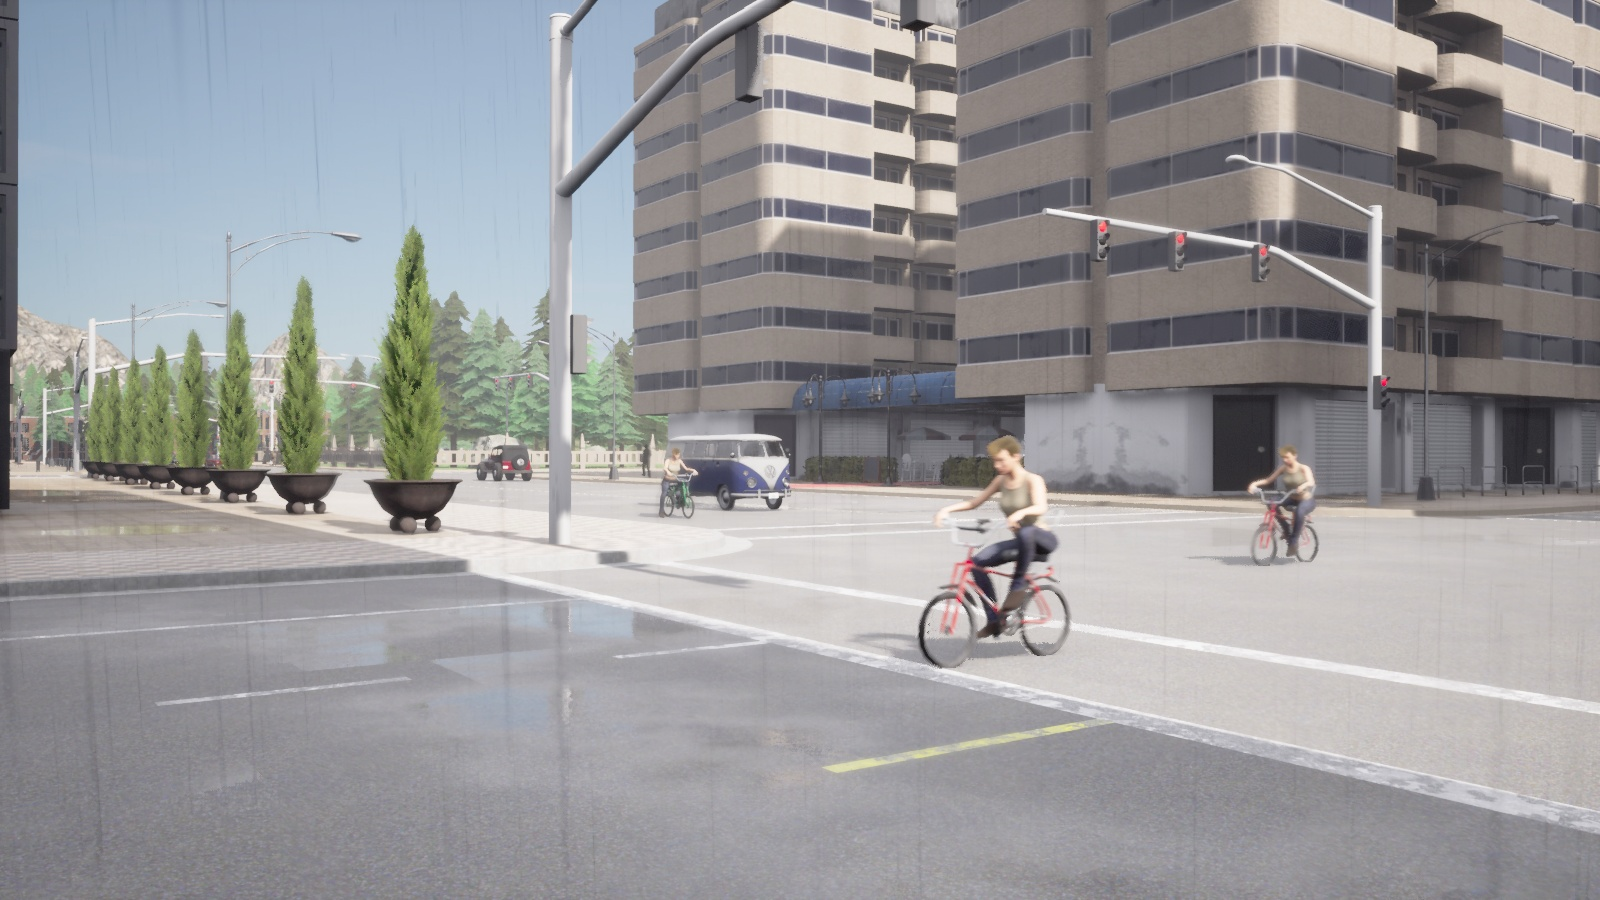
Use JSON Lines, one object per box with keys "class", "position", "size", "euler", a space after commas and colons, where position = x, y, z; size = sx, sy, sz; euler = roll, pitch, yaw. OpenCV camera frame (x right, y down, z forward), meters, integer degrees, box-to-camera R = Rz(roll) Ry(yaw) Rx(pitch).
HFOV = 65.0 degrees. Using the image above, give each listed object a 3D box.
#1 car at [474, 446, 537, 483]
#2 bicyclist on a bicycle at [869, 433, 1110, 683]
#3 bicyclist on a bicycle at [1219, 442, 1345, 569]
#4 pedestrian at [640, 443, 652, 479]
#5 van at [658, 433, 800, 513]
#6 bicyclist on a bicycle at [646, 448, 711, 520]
{"class": "car", "position": [-15.399, 0.734, 65.583], "size": [1.905, 1.878, 3.866], "euler": [0, 0, -34]}
{"class": "bicyclist on a bicycle", "position": [1.350, 0.700, 8.903], "size": [1.509, 1.612, 0.866], "euler": [0, 0, -35]}
{"class": "bicyclist on a bicycle", "position": [6.438, 0.709, 16.760], "size": [1.509, 1.612, 0.866], "euler": [0, 0, -35]}
{"class": "pedestrian", "position": [-8.271, 0.585, 67.467], "size": [0.395, 1.930, 0.692], "euler": [0, 0, -27]}
{"class": "van", "position": [-1.986, 0.584, 33.753], "size": [1.775, 1.987, 4.442], "euler": [0, 0, -35]}
{"class": "bicyclist on a bicycle", "position": [-2.792, 0.758, 28.742], "size": [0.866, 1.612, 1.509], "euler": [0, 0, -35]}
